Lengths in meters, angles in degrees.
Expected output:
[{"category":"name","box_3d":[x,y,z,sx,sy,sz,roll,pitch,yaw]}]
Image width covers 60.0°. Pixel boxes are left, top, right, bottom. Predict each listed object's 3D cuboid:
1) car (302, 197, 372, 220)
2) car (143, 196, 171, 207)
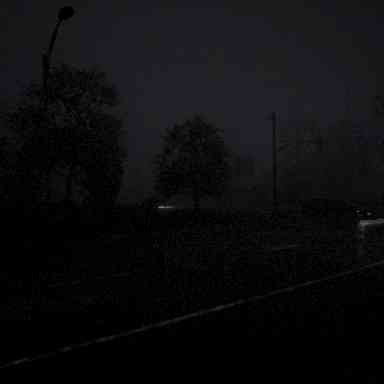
[{"category":"car","box_3d":[10.246,1.166,23.825,1.837,1.490,4.892,-2,2,-35]},{"category":"car","box_3d":[-4.602,1.182,43.273,1.994,1.385,4.181,-2,1,-39]}]
